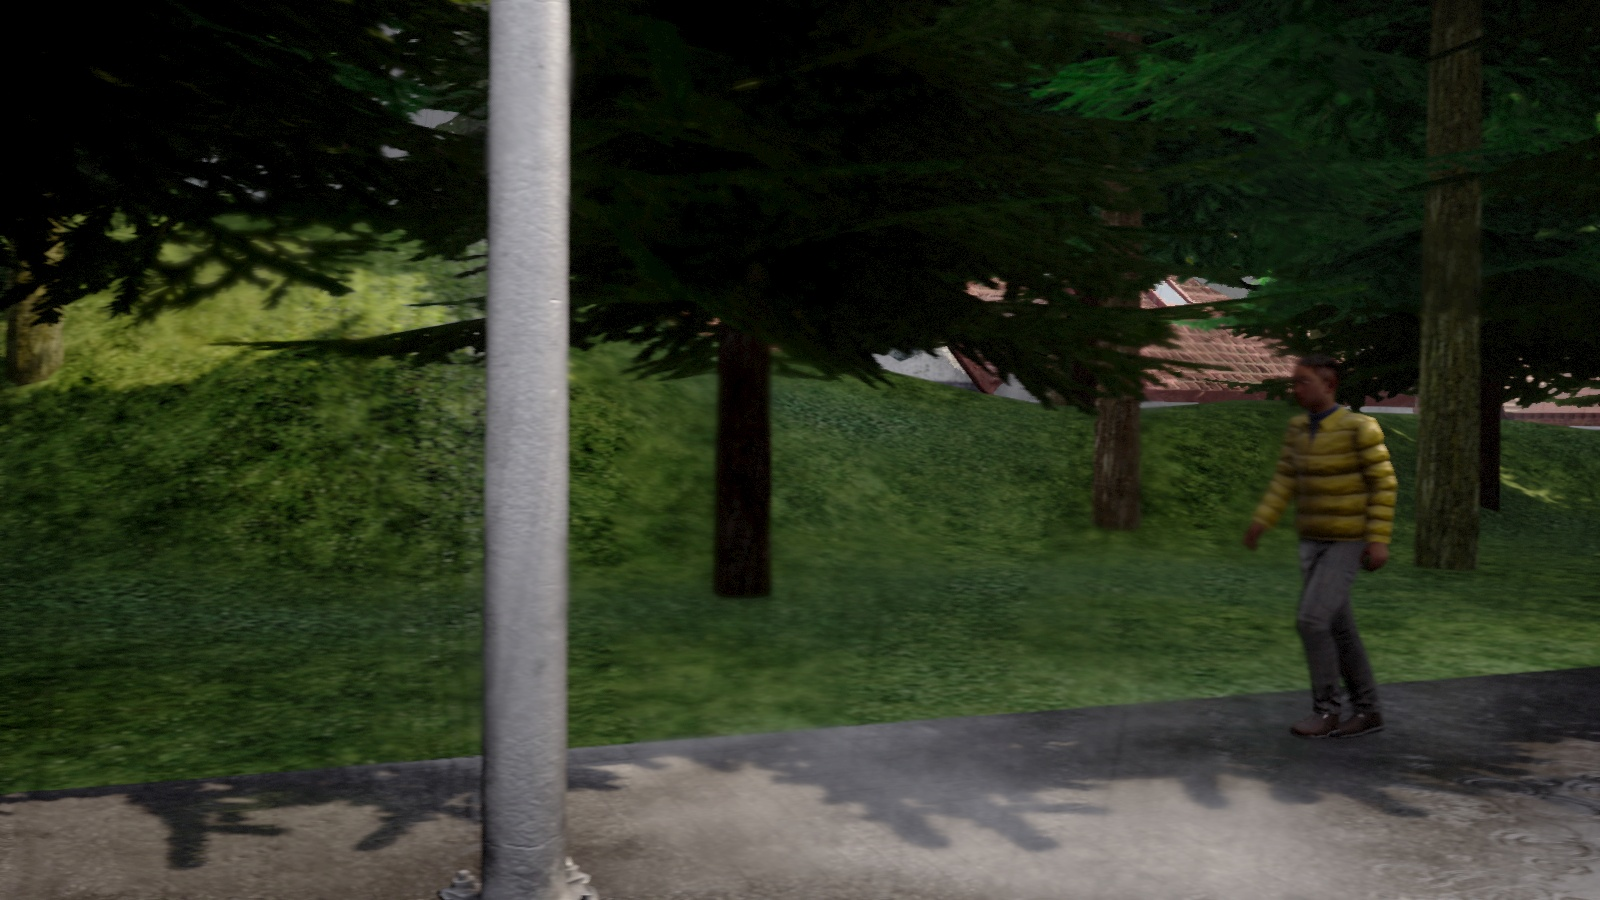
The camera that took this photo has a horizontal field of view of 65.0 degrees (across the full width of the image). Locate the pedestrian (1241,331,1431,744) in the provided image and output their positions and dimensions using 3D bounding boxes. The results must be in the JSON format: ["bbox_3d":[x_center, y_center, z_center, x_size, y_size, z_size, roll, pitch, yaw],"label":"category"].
[{"bbox_3d":[2.516,0.384,5.909,0.709,1.840,0.431,-1,1,-19],"label":"pedestrian"}]
